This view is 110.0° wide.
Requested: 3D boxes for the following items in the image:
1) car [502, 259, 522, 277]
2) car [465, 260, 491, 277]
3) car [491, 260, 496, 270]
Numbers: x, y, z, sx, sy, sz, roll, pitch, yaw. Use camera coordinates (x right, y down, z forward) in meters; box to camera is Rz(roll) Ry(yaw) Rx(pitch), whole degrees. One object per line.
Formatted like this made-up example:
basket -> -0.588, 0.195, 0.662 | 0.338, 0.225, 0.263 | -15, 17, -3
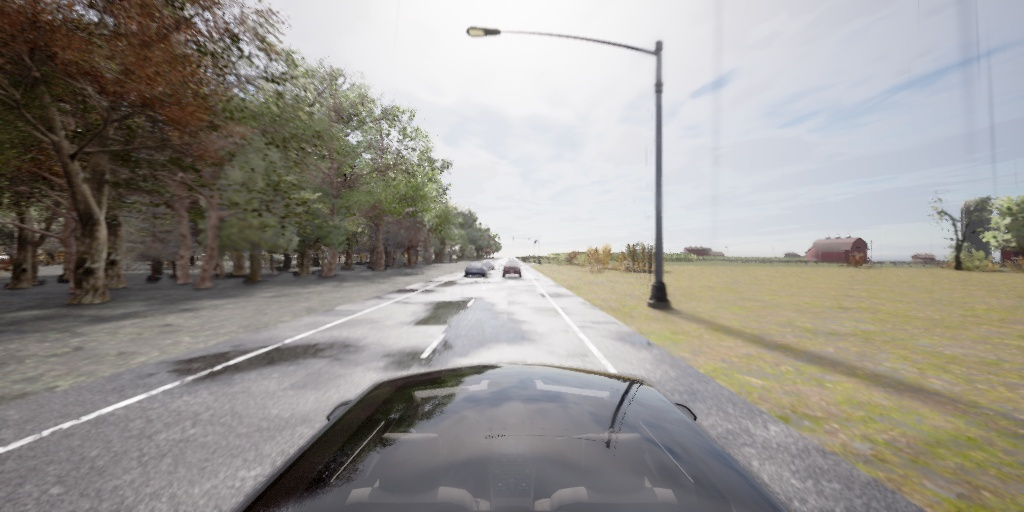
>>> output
car -> 0.018, 1.263, 35.118 | 1.812, 1.442, 4.674 | 0, 0, 1
car -> -3.477, 1.302, 35.280 | 1.994, 1.385, 4.181 | 0, 0, 0
car -> -3.443, 1.250, 52.417 | 1.812, 1.442, 4.674 | 0, 0, 0
